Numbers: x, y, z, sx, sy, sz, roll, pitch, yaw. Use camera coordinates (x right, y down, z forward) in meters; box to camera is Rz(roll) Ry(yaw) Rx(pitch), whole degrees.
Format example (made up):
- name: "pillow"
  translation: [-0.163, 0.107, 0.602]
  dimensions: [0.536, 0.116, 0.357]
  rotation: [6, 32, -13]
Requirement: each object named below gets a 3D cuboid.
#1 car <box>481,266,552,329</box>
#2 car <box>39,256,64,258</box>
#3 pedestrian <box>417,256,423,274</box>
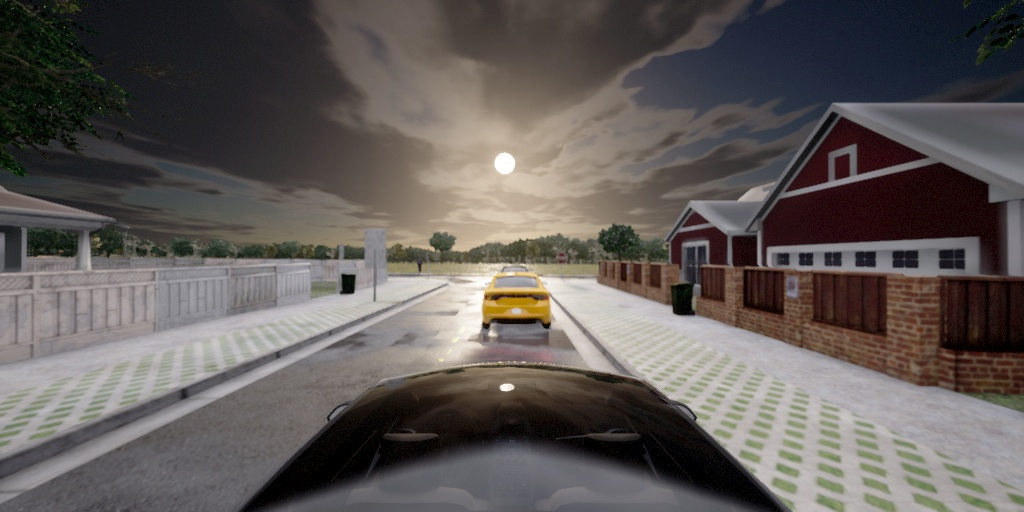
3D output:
- name: "car"
  translation: [0.126, 1.247, 11.417]
  dimensions: [1.882, 1.535, 5.008]
  rotation: [0, -1, 0]
- name: "car"
  translation: [-44.508, 0.743, 34.199]
  dimensions: [5.008, 1.535, 1.882]
  rotation: [1, -1, 1]
- name: "pedestrian"
  translation: [-9.572, 0.894, 37.250]
  dimensions: [0.375, 1.860, 0.375]
  rotation: [0, -1, 0]
